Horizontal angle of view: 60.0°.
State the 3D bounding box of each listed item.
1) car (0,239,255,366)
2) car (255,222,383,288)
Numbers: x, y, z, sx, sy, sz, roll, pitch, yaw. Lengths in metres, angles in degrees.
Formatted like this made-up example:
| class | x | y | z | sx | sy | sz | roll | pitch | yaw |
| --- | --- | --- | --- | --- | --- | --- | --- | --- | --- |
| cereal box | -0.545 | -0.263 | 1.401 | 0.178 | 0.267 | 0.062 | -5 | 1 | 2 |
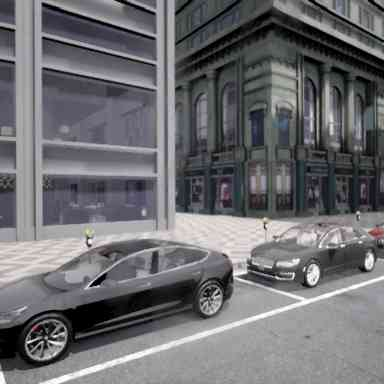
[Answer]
| class | x | y | z | sx | sy | sz | roll | pitch | yaw |
| --- | --- | --- | --- | --- | --- | --- | --- | --- | --- |
| car | -1.178 | 1.564 | 5.818 | 4.313 | 1.339 | 1.947 | 0 | 0 | -36 |
| car | 3.403 | 1.545 | 9.101 | 4.403 | 1.369 | 2.008 | 0 | 0 | -36 |
